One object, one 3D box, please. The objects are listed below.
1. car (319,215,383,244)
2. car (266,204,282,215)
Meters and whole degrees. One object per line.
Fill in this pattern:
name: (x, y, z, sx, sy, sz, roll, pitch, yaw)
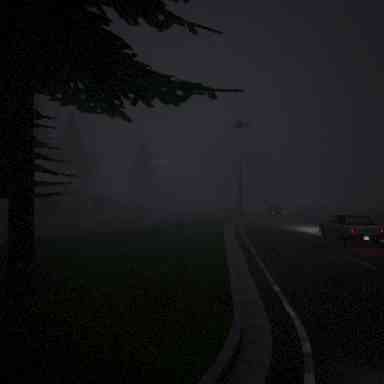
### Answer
car: (8.281, 1.877, 17.632, 1.895, 1.301, 4.718, 0, -1, 5)
car: (10.483, 2.232, 42.246, 1.895, 1.301, 4.718, 0, -1, 17)
